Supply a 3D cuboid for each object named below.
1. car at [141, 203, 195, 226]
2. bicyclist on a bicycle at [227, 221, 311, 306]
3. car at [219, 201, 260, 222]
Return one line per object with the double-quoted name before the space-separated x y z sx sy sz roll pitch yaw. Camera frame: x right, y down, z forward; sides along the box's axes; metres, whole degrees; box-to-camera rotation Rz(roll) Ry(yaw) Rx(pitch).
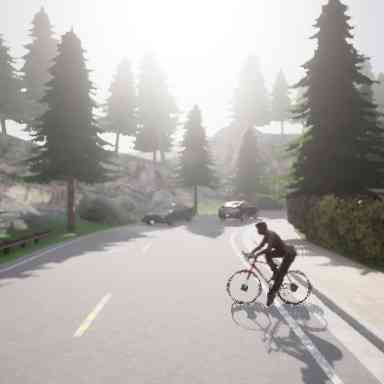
"car" -1.486 1.486 23.265 2.033 1.411 5.357 0 0 22
"bicyclist on a bicycle" 1.506 1.398 6.482 1.656 1.620 0.582 0 0 0
"car" 3.726 1.425 25.529 2.128 1.511 4.902 0 0 30
